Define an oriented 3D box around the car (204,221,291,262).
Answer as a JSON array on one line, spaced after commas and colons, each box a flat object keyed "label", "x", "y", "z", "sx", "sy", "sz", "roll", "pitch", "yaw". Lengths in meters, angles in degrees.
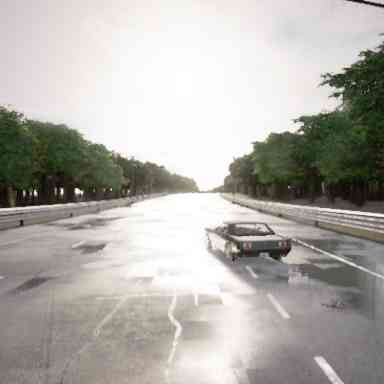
[{"label": "car", "x": 1.853, "y": 1.747, "z": 12.806, "sx": 1.895, "sy": 1.301, "sz": 4.718, "roll": 0, "pitch": -1, "yaw": -12}]
